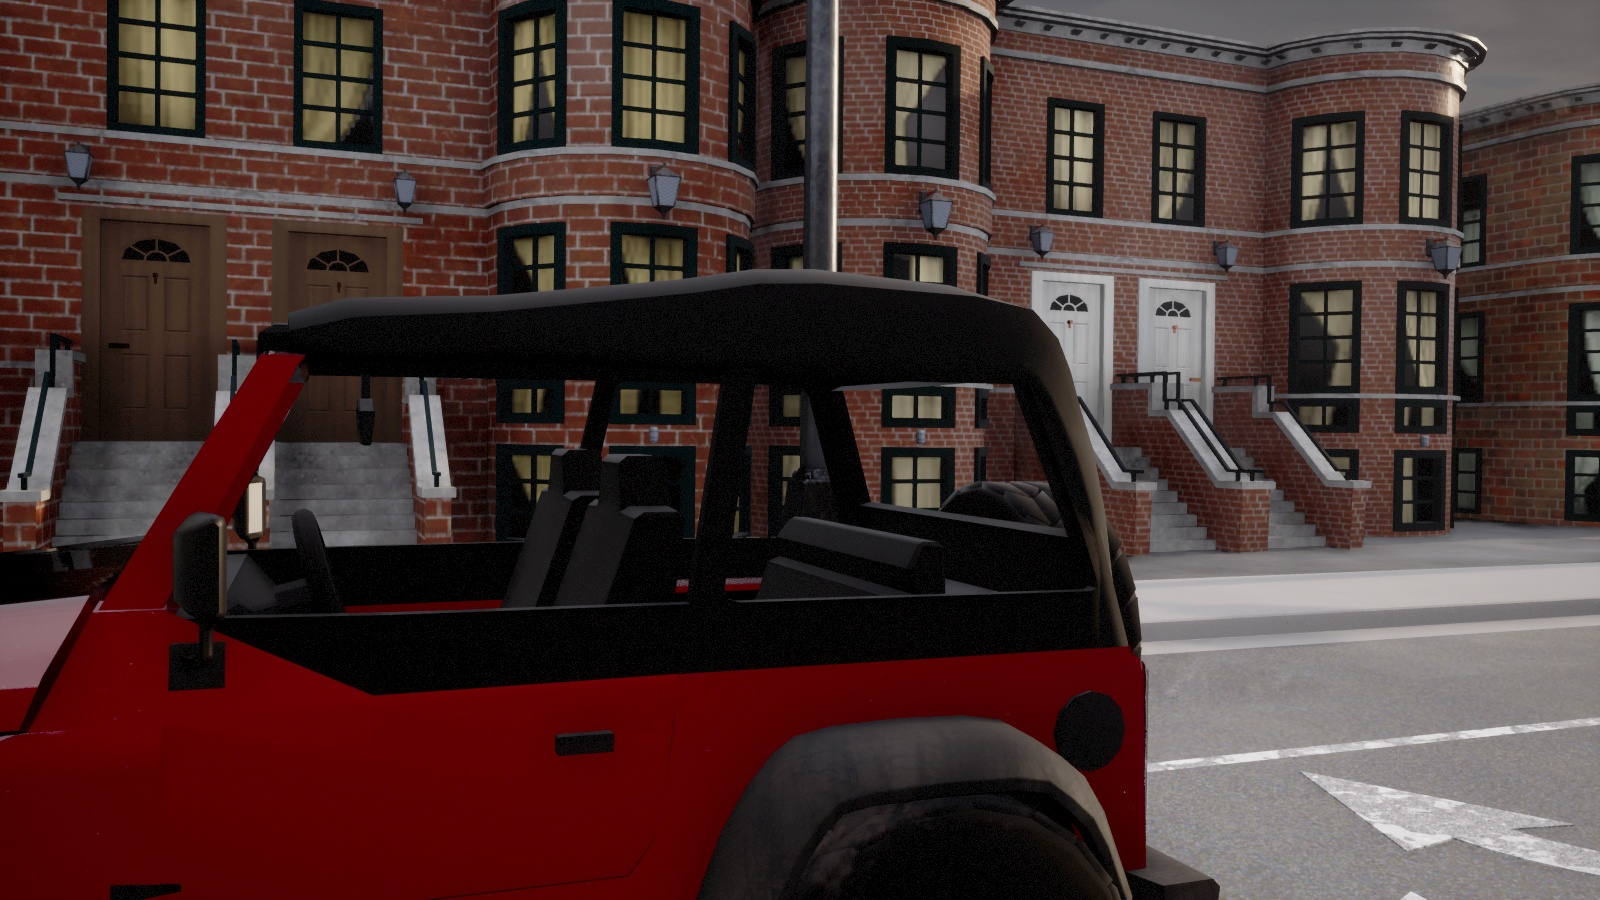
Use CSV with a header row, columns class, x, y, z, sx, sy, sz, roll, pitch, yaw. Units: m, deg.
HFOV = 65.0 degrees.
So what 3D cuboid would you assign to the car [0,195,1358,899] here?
class,x,y,z,sx,sy,sz,roll,pitch,yaw
car,-0.955,0.557,2.881,3.866,1.878,1.905,-1,1,-21
